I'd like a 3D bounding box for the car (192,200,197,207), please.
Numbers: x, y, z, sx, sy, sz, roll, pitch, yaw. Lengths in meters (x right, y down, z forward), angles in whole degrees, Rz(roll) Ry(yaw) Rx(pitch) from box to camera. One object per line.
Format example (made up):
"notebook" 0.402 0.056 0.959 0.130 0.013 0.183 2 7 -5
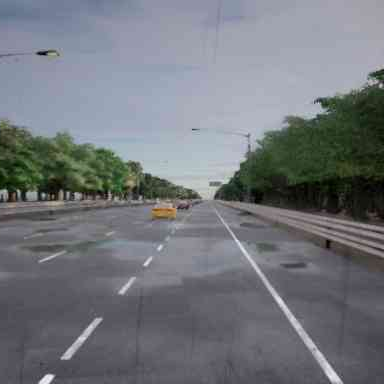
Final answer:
"car" -0.435 2.719 77.794 2.033 1.411 5.357 1 -1 3

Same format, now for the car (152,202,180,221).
"car" -2.461 1.752 30.399 1.882 1.535 5.008 1 -1 2

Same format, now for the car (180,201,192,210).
"car" -1.454 2.195 54.656 1.812 1.442 4.674 1 -1 2
